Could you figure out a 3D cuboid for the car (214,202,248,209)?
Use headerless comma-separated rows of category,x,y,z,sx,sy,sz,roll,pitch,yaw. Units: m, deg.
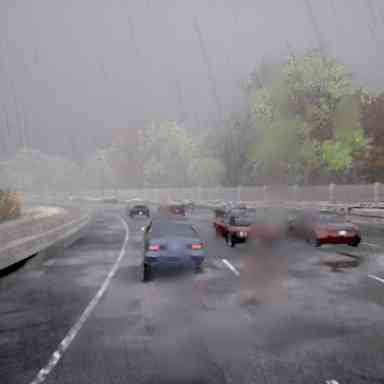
car,3.184,1.592,27.842,2.128,1.511,4.902,0,0,-15

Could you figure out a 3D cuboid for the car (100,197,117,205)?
car,-17.448,1.814,69.304,1.882,1.535,5.008,0,0,-40

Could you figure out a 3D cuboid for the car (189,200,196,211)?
car,-1.197,1.681,43.086,1.812,1.442,4.674,0,0,-30

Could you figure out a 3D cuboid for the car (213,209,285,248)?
car,2.254,1.654,15.166,1.895,1.301,4.718,0,0,-8

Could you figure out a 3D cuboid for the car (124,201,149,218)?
car,-5.306,1.652,31.966,1.837,1.490,4.892,0,0,-18

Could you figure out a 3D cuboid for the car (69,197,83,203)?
car,-28.420,1.924,81.395,4.892,1.490,1.837,0,0,45

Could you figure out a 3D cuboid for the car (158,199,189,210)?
car,-2.170,1.619,33.610,1.882,1.535,5.008,0,0,-18

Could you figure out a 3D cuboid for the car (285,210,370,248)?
car,5.732,1.604,15.207,1.994,1.385,4.181,0,0,-7

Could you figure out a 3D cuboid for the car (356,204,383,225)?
car,12.795,1.576,23.901,2.033,1.411,5.357,0,0,-41

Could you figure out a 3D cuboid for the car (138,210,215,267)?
car,-0.787,1.598,11.685,2.033,1.411,5.357,0,0,-8
